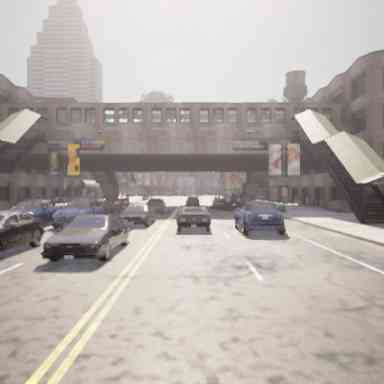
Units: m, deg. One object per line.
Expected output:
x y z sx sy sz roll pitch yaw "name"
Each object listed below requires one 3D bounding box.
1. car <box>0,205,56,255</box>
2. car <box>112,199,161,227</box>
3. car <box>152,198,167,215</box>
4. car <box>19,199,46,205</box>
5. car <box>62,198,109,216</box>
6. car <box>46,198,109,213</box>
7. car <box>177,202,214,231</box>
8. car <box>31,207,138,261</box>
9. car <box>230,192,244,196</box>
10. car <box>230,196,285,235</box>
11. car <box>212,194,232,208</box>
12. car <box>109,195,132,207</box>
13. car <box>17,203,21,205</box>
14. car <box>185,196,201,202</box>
-7.068 1.447 11.938 2.128 1.511 4.902 0 0 0 "car"
-3.546 1.465 22.391 2.033 1.411 5.357 0 0 1 "car"
-3.535 1.385 32.739 1.837 1.490 4.892 0 0 0 "car"
-10.043 1.277 20.901 2.185 1.767 4.553 0 0 0 "car"
-10.009 1.365 31.677 2.231 1.521 4.892 0 0 10 "car"
-7.054 1.274 21.056 2.097 1.767 4.553 0 0 0 "car"
0.098 1.527 20.111 1.895 1.301 4.718 0 0 0 "car"
-3.562 1.502 12.316 2.033 1.411 5.357 0 0 0 "car"
6.674 1.045 50.303 2.435 2.045 5.566 0 0 0 "car"
3.598 1.284 18.460 2.097 1.767 4.553 0 0 0 "car"
3.613 1.333 43.535 2.128 1.511 4.902 0 0 1 "car"
-7.045 1.363 31.107 1.882 1.535 5.008 0 0 1 "car"
-9.902 1.426 14.476 2.097 1.535 5.008 0 0 0 "car"
0.125 1.343 44.338 1.837 1.490 4.892 0 0 1 "car"
